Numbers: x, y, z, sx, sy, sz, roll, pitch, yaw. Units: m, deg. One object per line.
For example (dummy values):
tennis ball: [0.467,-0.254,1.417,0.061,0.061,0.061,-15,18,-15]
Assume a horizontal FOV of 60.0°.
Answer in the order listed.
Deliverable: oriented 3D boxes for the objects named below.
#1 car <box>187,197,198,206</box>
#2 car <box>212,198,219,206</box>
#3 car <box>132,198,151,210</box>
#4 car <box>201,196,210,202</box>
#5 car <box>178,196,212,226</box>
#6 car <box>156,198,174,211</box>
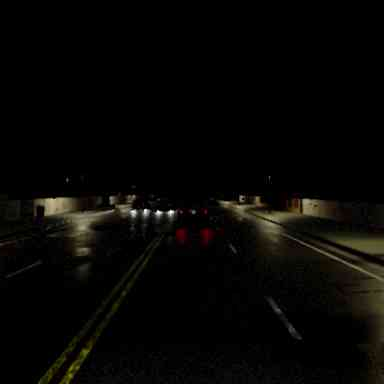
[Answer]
car: [0.108,1.585,58.608,1.812,1.442,4.674,0,0,0]
car: [3.358,1.616,55.654,1.994,1.385,4.181,0,0,0]
car: [-6.571,1.552,43.201,1.812,1.442,4.674,0,0,0]
car: [3.262,1.653,80.203,2.033,1.411,5.357,0,0,0]
car: [0.103,1.355,23.678,2.097,1.767,4.553,0,0,0]
car: [-3.324,1.550,41.947,1.812,1.442,4.674,0,0,0]
